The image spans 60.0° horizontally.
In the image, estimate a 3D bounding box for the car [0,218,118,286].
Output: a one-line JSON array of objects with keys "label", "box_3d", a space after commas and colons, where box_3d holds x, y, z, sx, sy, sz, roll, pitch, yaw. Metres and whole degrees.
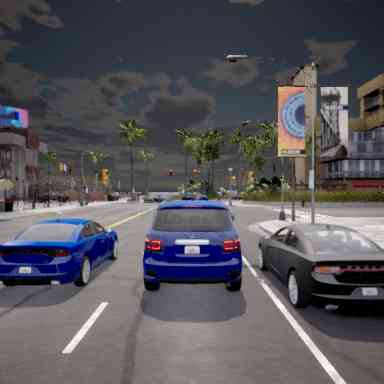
[{"label": "car", "box_3d": [-3.455, 1.477, 9.404, 1.882, 1.535, 5.008, 0, 0, 0]}]

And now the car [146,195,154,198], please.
[{"label": "car", "box_3d": [-8.119, 1.474, 67.345, 1.882, 1.535, 5.008, 0, 0, 18]}]

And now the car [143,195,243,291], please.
[{"label": "car", "box_3d": [0.038, 1.221, 9.152, 2.150, 2.045, 5.566, 0, 0, 1]}]

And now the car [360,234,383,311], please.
[{"label": "car", "box_3d": [3.039, 1.354, 1.486, 2.185, 1.767, 4.553, 0, 0, 0]}]

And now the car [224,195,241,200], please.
[{"label": "car", "box_3d": [11.291, 1.519, 92.286, 4.674, 1.442, 1.812, 0, 0, -37]}]

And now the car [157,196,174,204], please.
[{"label": "car", "box_3d": [-5.150, 1.560, 64.898, 1.994, 1.385, 4.181, 0, 0, 16]}]

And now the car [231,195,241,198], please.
[{"label": "car", "box_3d": [13.541, 1.534, 89.576, 5.357, 1.411, 2.033, 0, 0, -37]}]

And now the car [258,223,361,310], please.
[{"label": "car", "box_3d": [2.891, 1.479, 7.911, 2.097, 1.535, 5.008, 0, 0, 0]}]

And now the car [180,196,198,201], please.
[{"label": "car", "box_3d": [-0.652, 1.591, 81.397, 1.895, 1.301, 4.718, 0, 0, 36]}]
